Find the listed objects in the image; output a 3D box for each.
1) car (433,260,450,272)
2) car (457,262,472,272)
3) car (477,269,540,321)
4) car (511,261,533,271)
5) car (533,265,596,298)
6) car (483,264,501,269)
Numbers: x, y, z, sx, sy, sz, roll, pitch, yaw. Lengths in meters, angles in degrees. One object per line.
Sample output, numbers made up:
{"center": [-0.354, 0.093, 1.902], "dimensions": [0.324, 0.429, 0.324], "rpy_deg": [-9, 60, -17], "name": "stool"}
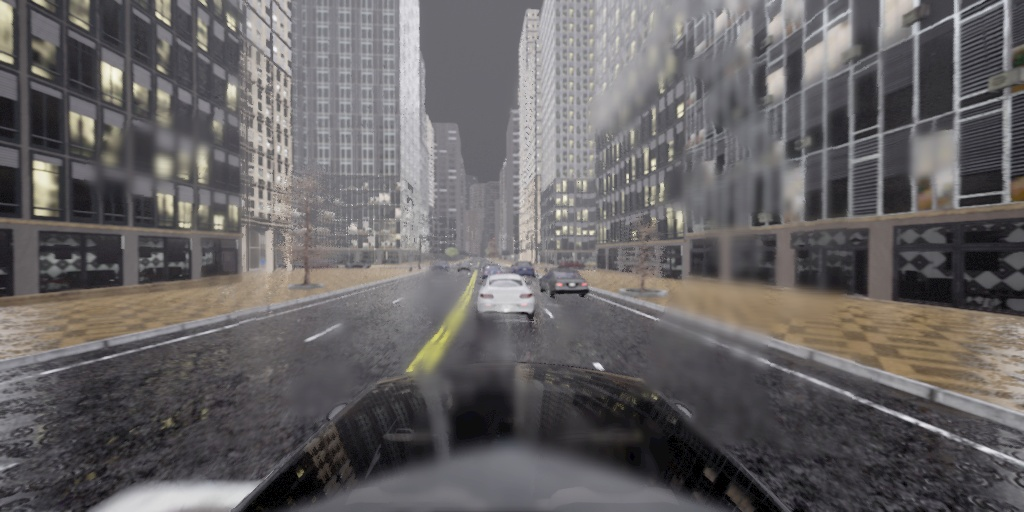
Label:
{"center": [-10.169, 1.429, 51.900], "dimensions": [2.097, 1.767, 4.553], "rpy_deg": [0, 0, -5], "name": "car"}
{"center": [-6.947, 1.574, 52.368], "dimensions": [1.837, 1.490, 4.892], "rpy_deg": [0, -1, -5], "name": "car"}
{"center": [-0.262, 1.345, 12.777], "dimensions": [1.812, 1.442, 4.674], "rpy_deg": [0, 0, -3], "name": "car"}
{"center": [1.064, 1.311, 37.307], "dimensions": [2.097, 1.767, 4.553], "rpy_deg": [0, 0, -5], "name": "car"}
{"center": [2.617, 1.395, 19.197], "dimensions": [2.033, 1.411, 5.357], "rpy_deg": [0, 0, -4], "name": "car"}
{"center": [-1.930, 1.500, 34.332], "dimensions": [2.033, 1.411, 5.357], "rpy_deg": [0, 0, -5], "name": "car"}
